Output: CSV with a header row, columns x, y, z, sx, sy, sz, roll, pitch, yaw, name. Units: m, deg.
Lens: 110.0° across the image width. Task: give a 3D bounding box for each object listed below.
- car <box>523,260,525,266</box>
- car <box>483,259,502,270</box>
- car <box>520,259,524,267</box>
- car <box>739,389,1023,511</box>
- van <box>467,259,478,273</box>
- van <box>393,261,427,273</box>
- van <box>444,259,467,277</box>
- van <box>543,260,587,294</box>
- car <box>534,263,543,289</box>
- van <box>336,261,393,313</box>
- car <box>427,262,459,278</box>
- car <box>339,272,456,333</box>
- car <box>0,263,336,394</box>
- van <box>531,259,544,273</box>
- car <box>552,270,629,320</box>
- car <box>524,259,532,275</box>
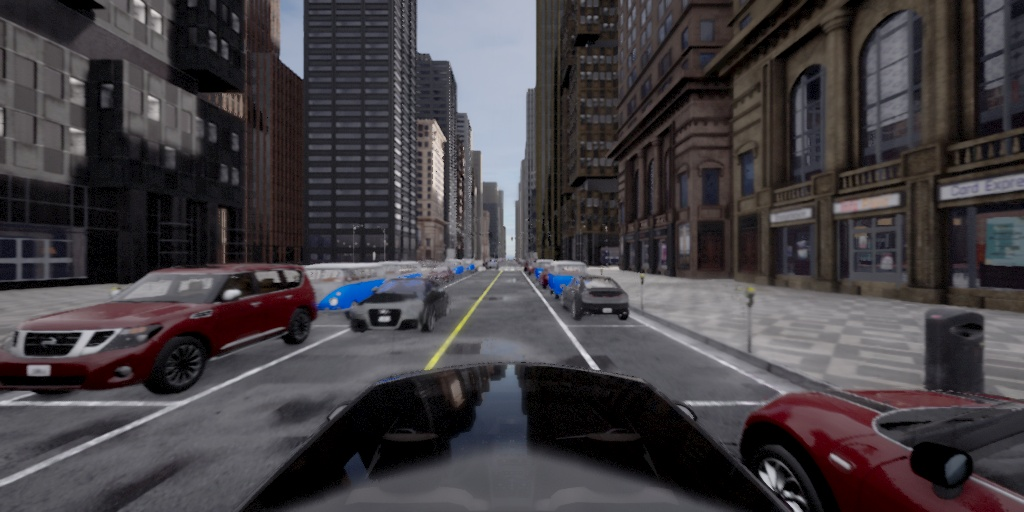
x,y,z,sx,sy,sz,roll,pitch,yaw,name
2.751,1.521,46.635,1.802,1.307,4.207,0,0,0,car
-3.014,1.582,56.135,1.994,1.385,4.181,0,0,0,car
2.750,1.279,52.312,2.192,1.841,5.009,0,0,0,car
2.762,1.188,1.214,1.967,1.591,4.097,0,0,0,car
-5.774,1.280,46.623,1.690,1.789,3.998,0,0,0,van
-5.767,1.158,18.236,1.690,1.789,3.998,0,0,0,van
-5.771,1.230,35.268,1.690,1.789,3.998,0,0,0,van
2.758,1.158,18.248,1.690,1.789,3.998,0,0,0,van
2.756,1.386,23.925,1.888,1.381,4.507,0,0,0,car
-5.766,1.134,12.559,1.690,1.789,3.998,0,0,0,van
-5.770,1.447,29.591,1.802,1.307,4.207,0,0,0,car
-3.102,1.350,10.714,1.994,1.385,4.181,0,0,0,car
-5.765,1.085,6.881,2.192,1.841,5.009,0,0,0,car
2.755,1.206,29.602,1.690,1.789,3.998,0,0,0,van
2.759,1.344,12.570,2.007,1.370,4.403,0,0,0,car
2.752,1.354,40.957,1.967,1.591,4.097,0,0,0,car
